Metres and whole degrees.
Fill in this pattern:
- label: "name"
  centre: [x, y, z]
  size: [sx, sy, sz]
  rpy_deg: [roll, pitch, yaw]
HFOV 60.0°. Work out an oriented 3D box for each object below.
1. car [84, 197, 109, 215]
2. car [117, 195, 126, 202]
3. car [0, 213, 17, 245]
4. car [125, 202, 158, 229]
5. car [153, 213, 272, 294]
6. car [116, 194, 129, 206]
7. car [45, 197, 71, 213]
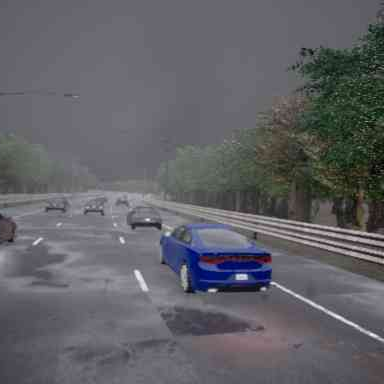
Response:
- label: "car"
  centre: [-9.454, 1.446, 32.471]
  size: [2.033, 1.411, 5.357]
  rpy_deg: [3, -1, -14]
- label: "car"
  centre: [-17.136, 1.576, 80.899]
  size: [1.882, 1.535, 5.008]
  rpy_deg: [3, -1, -11]
- label: "car"
  centre: [-7.406, 1.254, 11.397]
  size: [1.812, 1.442, 4.674]
  rpy_deg: [3, -1, -16]
- label: "car"
  centre: [-3.206, 1.659, 22.138]
  size: [1.994, 1.385, 4.181]
  rpy_deg: [3, -1, -15]
- label: "car"
  centre: [0.358, 1.600, 9.269]
  size: [1.882, 1.535, 5.008]
  rpy_deg: [3, -1, -16]
- label: "car"
  centre: [-12.042, 1.441, 57.560]
  size: [2.097, 1.767, 4.553]
  rpy_deg: [3, -1, -13]
- label: "car"
  centre: [-13.170, 1.252, 32.851]
  size: [2.033, 1.411, 5.357]
  rpy_deg: [3, -1, -14]
